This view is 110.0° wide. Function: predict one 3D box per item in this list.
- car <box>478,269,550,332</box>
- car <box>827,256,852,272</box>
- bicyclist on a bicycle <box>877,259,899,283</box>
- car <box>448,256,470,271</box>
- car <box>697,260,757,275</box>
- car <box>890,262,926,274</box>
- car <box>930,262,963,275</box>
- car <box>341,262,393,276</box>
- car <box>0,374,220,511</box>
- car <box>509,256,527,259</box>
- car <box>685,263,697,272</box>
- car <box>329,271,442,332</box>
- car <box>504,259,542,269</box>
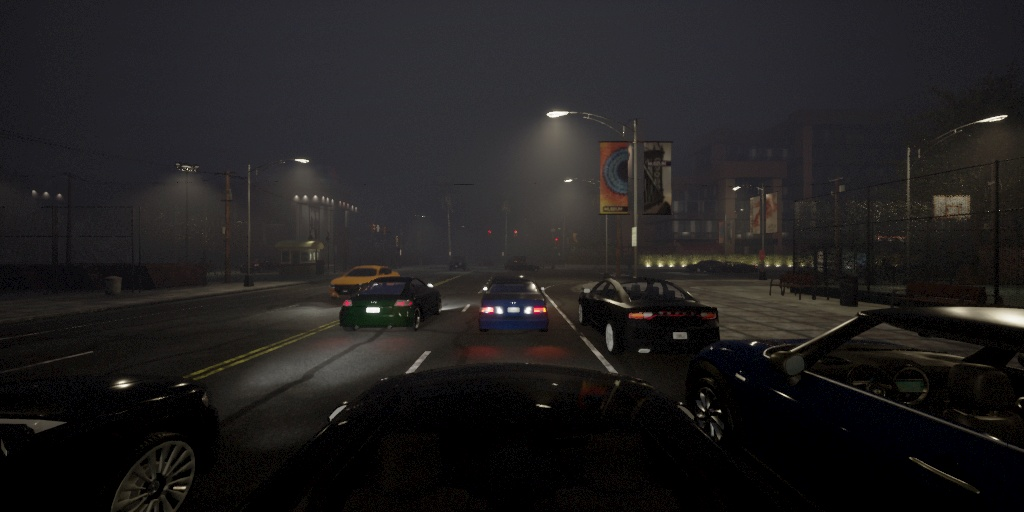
[{"bbox_3d":[0.055,1.297,10.827,2.033,1.411,5.357,0,0,0],"label":"car"},{"bbox_3d":[39.628,0.973,43.042,5.566,2.045,2.150,0,0,0],"label":"car"},{"bbox_3d":[26.060,1.051,24.979,0.582,1.620,1.656,0,0,-1],"label":"bicyclist on a bicycle"},{"bbox_3d":[-7.055,0.971,48.376,2.150,2.045,5.566,0,0,1],"label":"car"},{"bbox_3d":[23.880,1.297,39.439,5.357,1.411,2.033,0,0,-1],"label":"car"},{"bbox_3d":[44.480,1.315,39.546,4.181,1.385,1.994,0,0,0],"label":"car"},{"bbox_3d":[45.154,1.314,36.046,4.181,1.385,1.994,0,0,-1],"label":"car"},{"bbox_3d":[-7.111,1.227,17.773,1.882,1.535,5.008,0,0,0],"label":"car"},{"bbox_3d":[-3.400,1.242,1.057,2.128,1.511,4.902,0,0,0],"label":"car"},{"bbox_3d":[0.827,0.971,53.891,2.150,2.045,5.566,-1,0,-12],"label":"car"},{"bbox_3d":[23.379,1.255,42.934,4.892,1.490,1.837,0,0,-1],"label":"car"},{"bbox_3d":[-3.444,1.314,10.930,1.994,1.385,4.181,0,0,0],"label":"car"},{"bbox_3d":[1.311,1.351,44.336,4.718,1.301,1.895,0,0,45],"label":"car"}]
